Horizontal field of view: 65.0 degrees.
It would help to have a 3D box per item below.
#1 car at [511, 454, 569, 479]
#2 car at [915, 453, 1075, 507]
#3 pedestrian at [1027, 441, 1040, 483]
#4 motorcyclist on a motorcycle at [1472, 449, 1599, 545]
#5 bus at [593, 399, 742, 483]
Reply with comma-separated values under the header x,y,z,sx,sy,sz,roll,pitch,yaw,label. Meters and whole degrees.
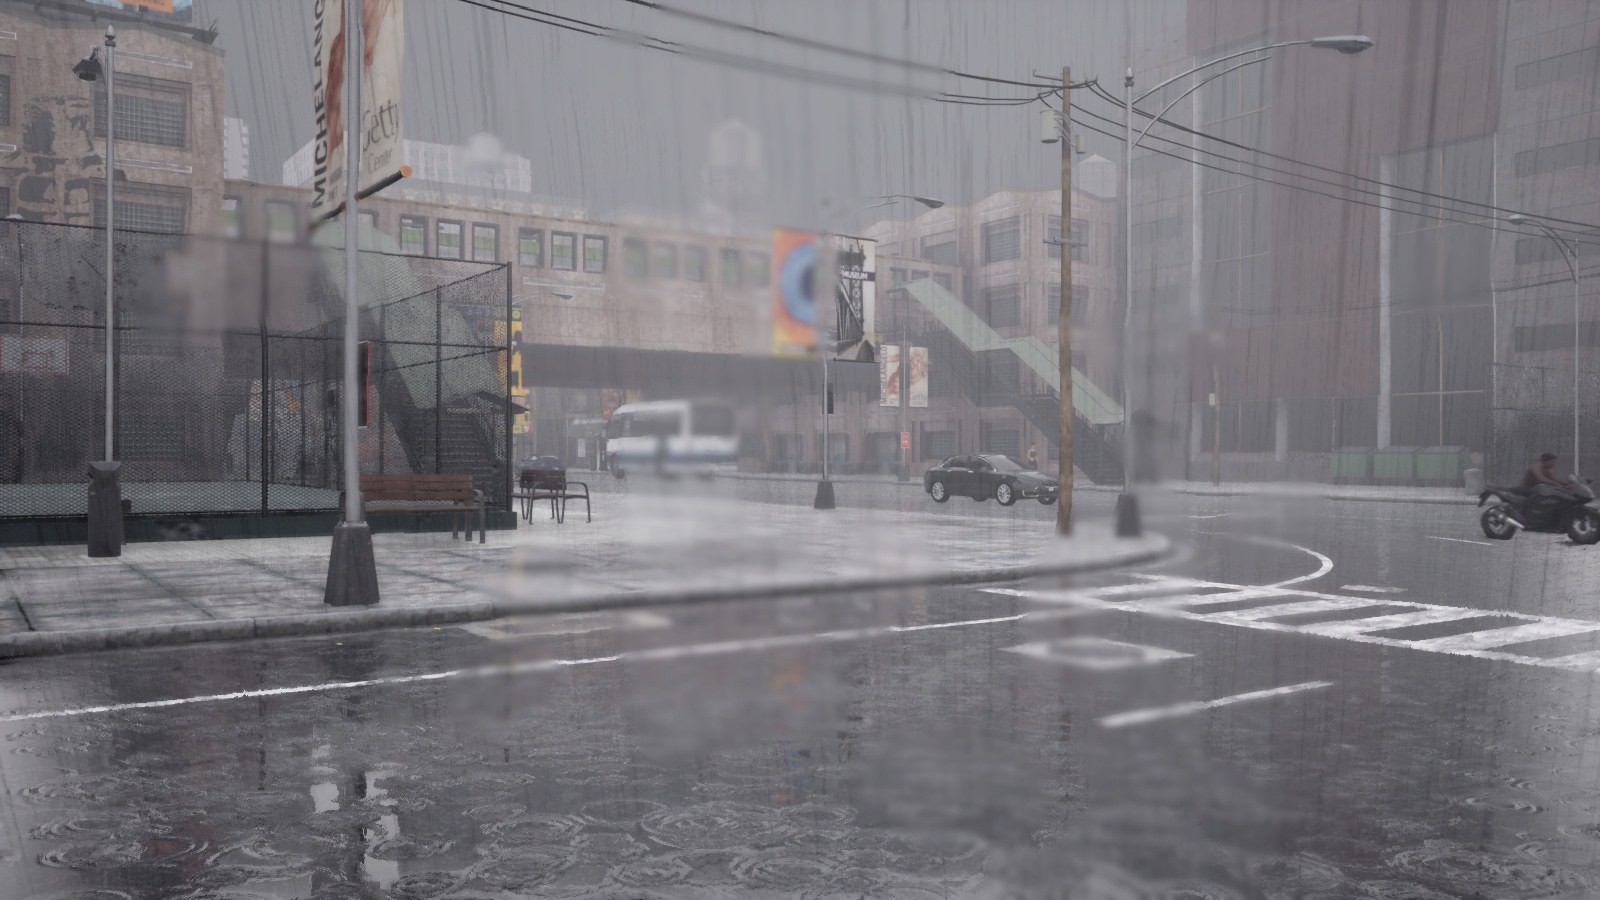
x,y,z,sx,sy,sz,roll,pitch,yaw,label
-15.648,0.988,75.437,1.812,1.442,4.674,0,0,-34,car
5.708,0.829,37.355,1.837,1.490,4.892,0,0,-34,car
10.258,0.515,55.166,0.345,1.836,0.594,0,0,-13,pedestrian
12.508,0.752,21.044,0.797,1.523,2.044,0,0,-34,motorcyclist on a motorcycle
-7.543,-0.445,69.656,3.944,4.253,10.273,0,0,-33,bus
